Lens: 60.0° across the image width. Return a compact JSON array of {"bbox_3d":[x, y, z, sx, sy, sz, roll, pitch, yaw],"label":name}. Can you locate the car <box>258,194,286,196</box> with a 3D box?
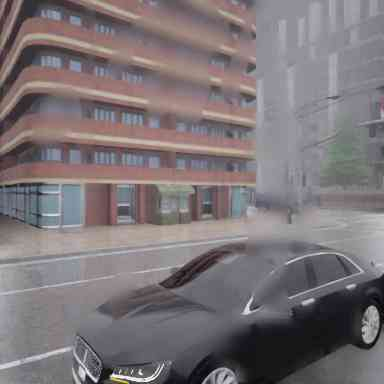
[{"bbox_3d":[9.678,1.222,37.728,2.150,2.045,5.566,0,0,-36],"label":"car"}]

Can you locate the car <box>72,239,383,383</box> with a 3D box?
[{"bbox_3d":[0.896,1.505,4.651,4.892,1.490,1.837,0,0,-36],"label":"car"}]

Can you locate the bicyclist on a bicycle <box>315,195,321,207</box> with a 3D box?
[{"bbox_3d":[17.790,1.301,46.928,1.656,1.620,0.582,0,0,-36],"label":"bicyclist on a bicycle"}]

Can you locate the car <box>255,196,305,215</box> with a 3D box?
[{"bbox_3d":[8.852,1.491,32.931,2.128,1.511,4.902,0,0,-36],"label":"car"}]
